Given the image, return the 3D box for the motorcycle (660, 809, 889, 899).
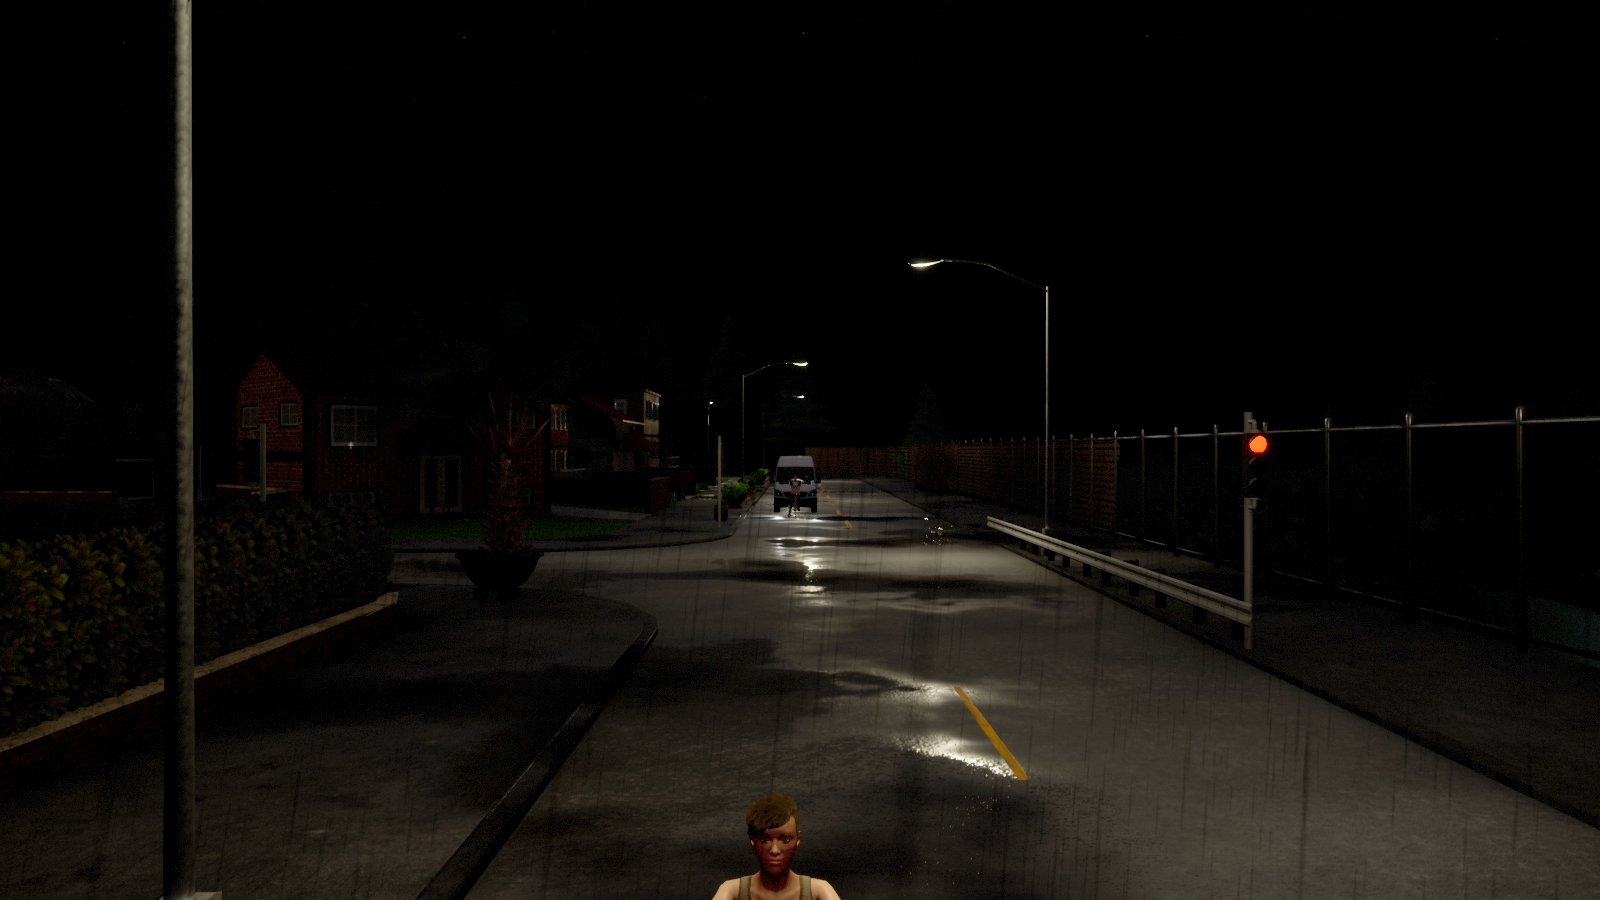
[{"bbox_3d":[-0.084,2.157,3.590,0.764,1.307,2.356,0,0,-1],"label":"motorcycle"}]
